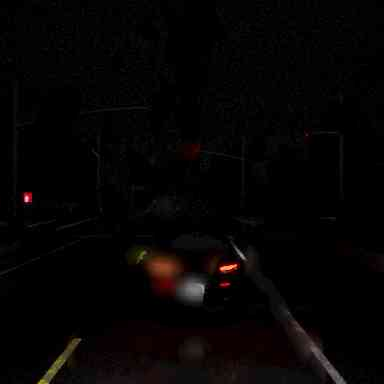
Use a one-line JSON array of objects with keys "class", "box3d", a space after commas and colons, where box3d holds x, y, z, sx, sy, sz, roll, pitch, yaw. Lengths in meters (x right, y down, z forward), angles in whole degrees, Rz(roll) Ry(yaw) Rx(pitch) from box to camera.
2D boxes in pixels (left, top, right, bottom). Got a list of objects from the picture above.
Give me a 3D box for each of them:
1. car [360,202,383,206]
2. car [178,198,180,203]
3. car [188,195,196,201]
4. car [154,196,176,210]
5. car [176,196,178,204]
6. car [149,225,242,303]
[{"class": "car", "box3d": [15.563, 1.528, 28.655, 5.357, 1.411, 2.033, 0, 0, -6]}, {"class": "car", "box3d": [-3.486, 1.526, 65.141, 1.812, 1.442, 4.674, 0, 0, 1]}, {"class": "car", "box3d": [0.069, 1.525, 80.886, 2.128, 1.511, 4.902, 0, 0, 0]}, {"class": "car", "box3d": [-3.555, 1.352, 42.389, 2.097, 1.767, 4.553, 0, 0, 2]}, {"class": "car", "box3d": [-3.548, 1.526, 52.222, 1.812, 1.442, 4.674, 0, 0, 0]}, {"class": "car", "box3d": [0.080, 1.526, 8.092, 1.812, 1.442, 4.674, 0, 0, 0]}]
